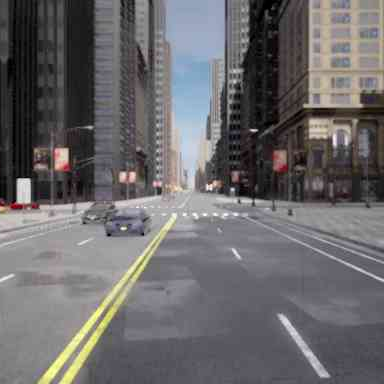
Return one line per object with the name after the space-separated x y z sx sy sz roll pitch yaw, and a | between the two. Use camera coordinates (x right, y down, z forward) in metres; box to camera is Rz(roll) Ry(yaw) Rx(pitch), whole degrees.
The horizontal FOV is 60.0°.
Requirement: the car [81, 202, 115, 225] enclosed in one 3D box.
-6.567 1.536 24.322 1.837 1.490 4.892 0 0 0 | car

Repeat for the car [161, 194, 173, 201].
-6.514 1.423 82.871 2.097 1.767 4.553 0 0 0 | car

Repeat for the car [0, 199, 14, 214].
-23.849 1.890 38.625 4.829 1.417 1.752 -1 1 0 | car

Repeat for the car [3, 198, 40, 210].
-23.990 1.887 47.153 4.507 1.381 1.887 -1 1 0 | car

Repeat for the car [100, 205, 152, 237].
-3.341 1.588 18.201 1.994 1.385 4.181 0 0 0 | car
